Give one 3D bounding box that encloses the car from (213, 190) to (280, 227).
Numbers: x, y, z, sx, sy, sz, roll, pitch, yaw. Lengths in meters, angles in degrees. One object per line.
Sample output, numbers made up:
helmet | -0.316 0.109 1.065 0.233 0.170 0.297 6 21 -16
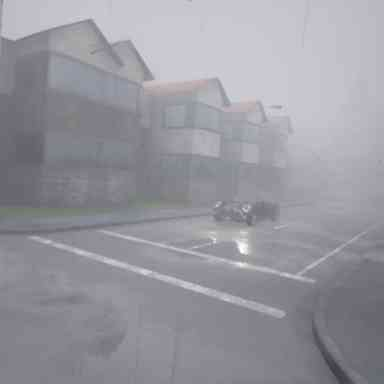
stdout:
car | 3.055 0.712 17.879 2.097 1.767 4.553 6 3 35
